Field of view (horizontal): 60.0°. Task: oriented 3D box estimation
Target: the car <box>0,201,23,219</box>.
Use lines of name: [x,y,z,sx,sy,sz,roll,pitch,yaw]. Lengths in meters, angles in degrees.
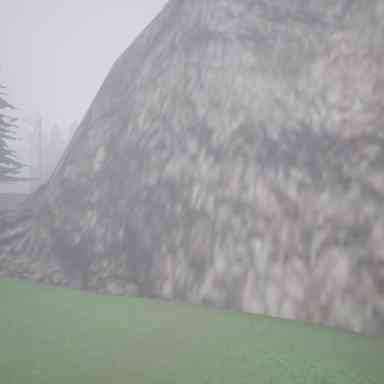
car: [-16.156,1.491,26.671,2.128,1.511,4.902,0,0,29]
